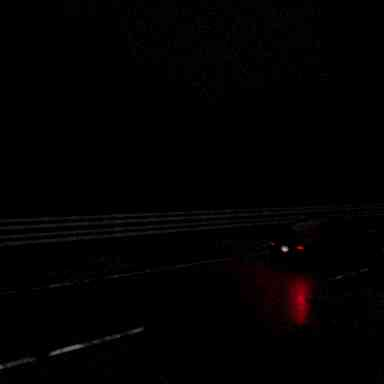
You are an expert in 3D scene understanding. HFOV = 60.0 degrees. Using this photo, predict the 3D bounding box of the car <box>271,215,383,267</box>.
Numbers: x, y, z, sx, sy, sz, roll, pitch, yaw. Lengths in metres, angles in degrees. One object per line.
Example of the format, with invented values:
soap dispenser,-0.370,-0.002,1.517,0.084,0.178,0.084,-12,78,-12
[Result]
car,4.680,1.529,11.387,4.674,1.442,1.812,0,0,-35
